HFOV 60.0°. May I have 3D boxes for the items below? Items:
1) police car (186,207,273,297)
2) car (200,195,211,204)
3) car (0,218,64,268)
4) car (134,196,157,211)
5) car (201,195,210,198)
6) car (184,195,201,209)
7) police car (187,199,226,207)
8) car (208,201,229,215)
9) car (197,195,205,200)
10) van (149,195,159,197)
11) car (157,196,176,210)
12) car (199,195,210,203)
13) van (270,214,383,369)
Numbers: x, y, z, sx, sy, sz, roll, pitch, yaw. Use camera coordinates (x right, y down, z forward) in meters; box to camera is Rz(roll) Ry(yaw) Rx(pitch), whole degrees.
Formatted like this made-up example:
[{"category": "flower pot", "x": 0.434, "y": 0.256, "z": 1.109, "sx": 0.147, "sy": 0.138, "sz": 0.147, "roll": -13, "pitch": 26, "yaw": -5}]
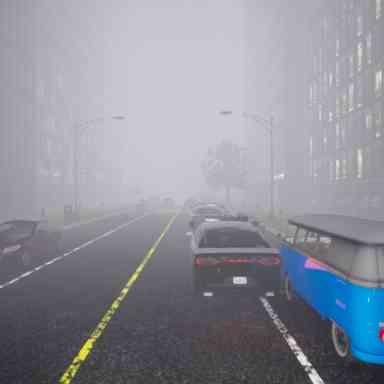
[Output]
[{"category": "police car", "x": 0.879, "y": 1.425, "z": 8.716, "sx": 1.930, "sy": 1.638, "sz": 5.238, "roll": 0, "pitch": 0, "yaw": 0}, {"category": "car", "x": 2.541, "y": 1.410, "z": 62.516, "sx": 1.967, "sy": 1.590, "sz": 4.097, "roll": 0, "pitch": 0, "yaw": 0}, {"category": "car", "x": -5.717, "y": 1.582, "z": 11.266, "sx": 1.802, "sy": 1.307, "sz": 4.206, "roll": 0, "pitch": 0, "yaw": 0}, {"category": "car", "x": -5.786, "y": 1.548, "z": 39.729, "sx": 2.008, "sy": 1.369, "sz": 4.403, "roll": 0, "pitch": 0, "yaw": 0}, {"category": "car", "x": 2.582, "y": 1.544, "z": 45.439, "sx": 2.008, "sy": 1.369, "sz": 4.403, "roll": 0, "pitch": 0, "yaw": 0}, {"category": "car", "x": -0.102, "y": 1.471, "z": 45.189, "sx": 1.882, "sy": 1.535, "sz": 5.008, "roll": 0, "pitch": 0, "yaw": 1}, {"category": "police car", "x": 0.855, "y": 1.425, "z": 18.716, "sx": 1.930, "sy": 1.638, "sz": 5.238, "roll": 0, "pitch": 0, "yaw": 0}, {"category": "car", "x": 2.609, "y": 1.581, "z": 34.054, "sx": 1.802, "sy": 1.307, "sz": 4.206, "roll": 0, "pitch": 0, "yaw": 0}, {"category": "car", "x": 2.472, "y": 1.463, "z": 90.978, "sx": 1.887, "sy": 1.381, "sz": 4.507, "roll": 0, "pitch": 0, "yaw": 0}, {"category": "van", "x": -5.813, "y": 1.328, "z": 51.115, "sx": 1.690, "sy": 1.788, "sz": 3.998, "roll": 0, "pitch": 0, "yaw": 0}, {"category": "car", "x": -3.103, "y": 1.521, "z": 42.964, "sx": 1.812, "sy": 1.442, "sz": 4.674, "roll": 0, "pitch": 0, "yaw": 0}, {"category": "car", "x": 2.527, "y": 1.401, "z": 68.208, "sx": 1.967, "sy": 1.590, "sz": 4.097, "roll": 0, "pitch": 0, "yaw": 0}, {"category": "van", "x": 2.677, "y": 1.341, "z": 5.592, "sx": 1.690, "sy": 1.788, "sz": 3.998, "roll": 0, "pitch": 0, "yaw": 0}]
